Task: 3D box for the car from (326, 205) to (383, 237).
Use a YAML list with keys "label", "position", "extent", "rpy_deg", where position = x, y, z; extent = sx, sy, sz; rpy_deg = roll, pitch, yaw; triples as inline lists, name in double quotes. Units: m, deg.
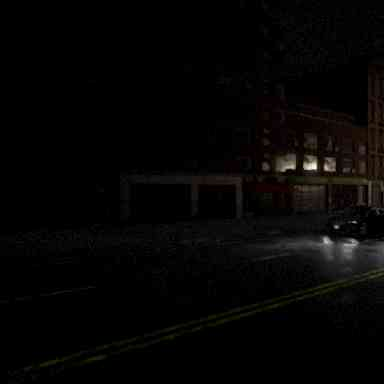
- label: "car"
  position: [9.347, 1.505, 18.333]
  extent: [4.902, 1.511, 2.128]
  rpy_deg: [0, 0, -35]
